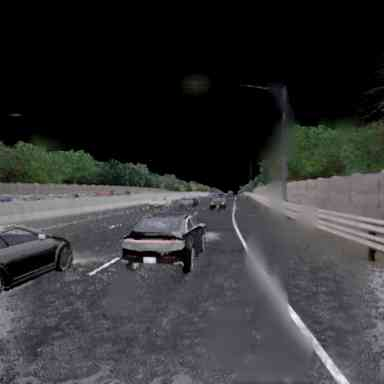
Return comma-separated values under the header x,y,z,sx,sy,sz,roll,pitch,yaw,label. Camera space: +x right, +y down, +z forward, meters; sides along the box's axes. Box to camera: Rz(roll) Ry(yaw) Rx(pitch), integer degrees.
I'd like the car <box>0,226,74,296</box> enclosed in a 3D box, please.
x,y,z,sx,sy,sz,roll,pitch,yaw,label
-4.566,1.483,7.888,1.994,1.385,4.181,0,0,8,car

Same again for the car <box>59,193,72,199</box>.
x,y,z,sx,sy,sz,roll,pitch,yaw,label
-19.663,1.015,53.661,1.837,1.490,4.892,0,1,8,car

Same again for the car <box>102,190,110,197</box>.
x,y,z,sx,sy,sz,roll,pitch,yaw,label
-17.590,0.613,68.921,2.150,2.045,5.566,0,0,8,car

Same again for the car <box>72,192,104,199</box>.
x,y,z,sx,sy,sz,roll,pitch,yaw,label
-16.328,1.024,52.312,2.128,1.511,4.902,0,0,8,car

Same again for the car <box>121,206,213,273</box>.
x,y,z,sx,sy,sz,roll,pitch,yaw,label
-0.692,1.407,10.407,2.128,1.511,4.902,0,0,8,car

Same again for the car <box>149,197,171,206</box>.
x,y,z,sx,sy,sz,roll,pitch,yaw,label
-3.757,1.271,40.332,1.895,1.301,4.718,0,0,8,car

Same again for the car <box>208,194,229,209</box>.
x,y,z,sx,sy,sz,roll,pitch,yaw,label
3.182,1.301,39.404,1.895,1.301,4.718,0,0,8,car

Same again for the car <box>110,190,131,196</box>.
x,y,z,sx,sy,sz,roll,pitch,yaw,label
-14.207,0.634,67.812,2.150,2.045,5.566,0,0,8,car

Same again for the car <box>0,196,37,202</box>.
x,y,z,sx,sy,sz,roll,pitch,yaw,label
-18.476,1.254,36.483,1.895,1.301,4.718,0,0,8,car

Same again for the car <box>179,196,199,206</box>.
x,y,z,sx,sy,sz,roll,pitch,yaw,label
-0.291,1.177,39.848,2.128,1.511,4.902,0,0,8,car
